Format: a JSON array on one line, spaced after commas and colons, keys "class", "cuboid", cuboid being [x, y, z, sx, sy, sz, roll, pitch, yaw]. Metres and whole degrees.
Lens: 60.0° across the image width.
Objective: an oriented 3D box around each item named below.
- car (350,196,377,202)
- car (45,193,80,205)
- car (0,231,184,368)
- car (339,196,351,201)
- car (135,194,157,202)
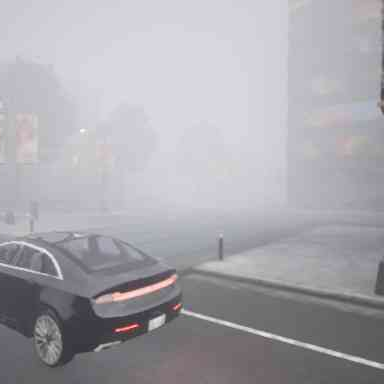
[{"class": "car", "cuboid": [19.798, 1.268, 37.723, 2.002, 1.452, 4.674, 1, 0, 36]}, {"class": "car", "cuboid": [-17.741, 0.933, 45.584, 2.097, 1.767, 4.553, 1, 0, 36]}, {"class": "car", "cuboid": [-2.405, 1.438, 5.712, 4.902, 1.511, 2.128, 1, 0, 36]}, {"class": "car", "cuboid": [23.586, 1.321, 50.028, 2.161, 1.482, 4.786, 1, 0, 36]}, {"class": "car", "cuboid": [-8.081, 1.111, 58.840, 1.812, 1.442, 4.674, 1, 0, 36]}]
